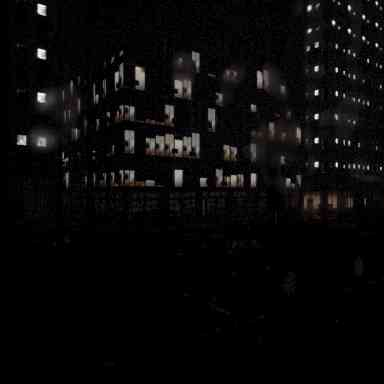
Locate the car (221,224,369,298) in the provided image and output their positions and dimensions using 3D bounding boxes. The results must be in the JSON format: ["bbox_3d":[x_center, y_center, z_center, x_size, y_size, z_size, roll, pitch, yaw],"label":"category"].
[{"bbox_3d":[2.760,1.545,8.516,4.507,1.381,1.887,0,0,-35],"label":"car"}]
